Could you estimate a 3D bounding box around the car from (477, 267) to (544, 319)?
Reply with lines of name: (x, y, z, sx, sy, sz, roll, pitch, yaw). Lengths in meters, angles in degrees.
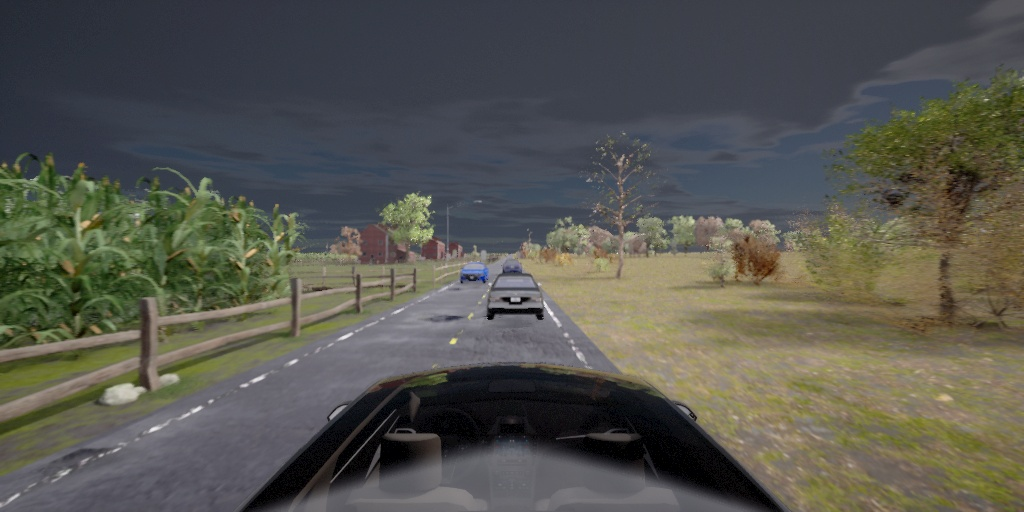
car: (0.101, 1.306, 12.847, 2.033, 1.411, 5.357, 0, 0, 0)

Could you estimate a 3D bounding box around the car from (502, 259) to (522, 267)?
car: (0.023, 1.116, 39.137, 2.097, 1.767, 4.553, 0, 0, 0)

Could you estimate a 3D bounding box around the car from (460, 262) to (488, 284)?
car: (-2.787, 1.241, 27.302, 1.882, 1.535, 5.008, 0, 0, 0)
